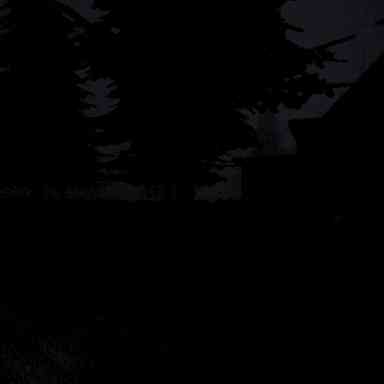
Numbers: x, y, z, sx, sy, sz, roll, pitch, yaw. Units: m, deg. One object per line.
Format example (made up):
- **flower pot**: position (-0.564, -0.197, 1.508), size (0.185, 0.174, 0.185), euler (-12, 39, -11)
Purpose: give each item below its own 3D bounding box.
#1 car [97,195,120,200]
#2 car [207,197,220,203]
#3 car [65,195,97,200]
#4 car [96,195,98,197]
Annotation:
- **car**: position (-18.801, 1.886, 75.183), size (3.633, 1.501, 1.845), euler (0, 0, -24)
- **car**: position (4.115, 1.759, 69.015), size (3.633, 1.501, 1.845), euler (0, 0, -24)
- **car**: position (-19.654, 1.811, 58.395), size (4.514, 1.523, 2.007), euler (0, 0, -24)
- **car**: position (-22.835, 1.945, 84.326), size (4.514, 1.523, 2.007), euler (0, 0, -24)
